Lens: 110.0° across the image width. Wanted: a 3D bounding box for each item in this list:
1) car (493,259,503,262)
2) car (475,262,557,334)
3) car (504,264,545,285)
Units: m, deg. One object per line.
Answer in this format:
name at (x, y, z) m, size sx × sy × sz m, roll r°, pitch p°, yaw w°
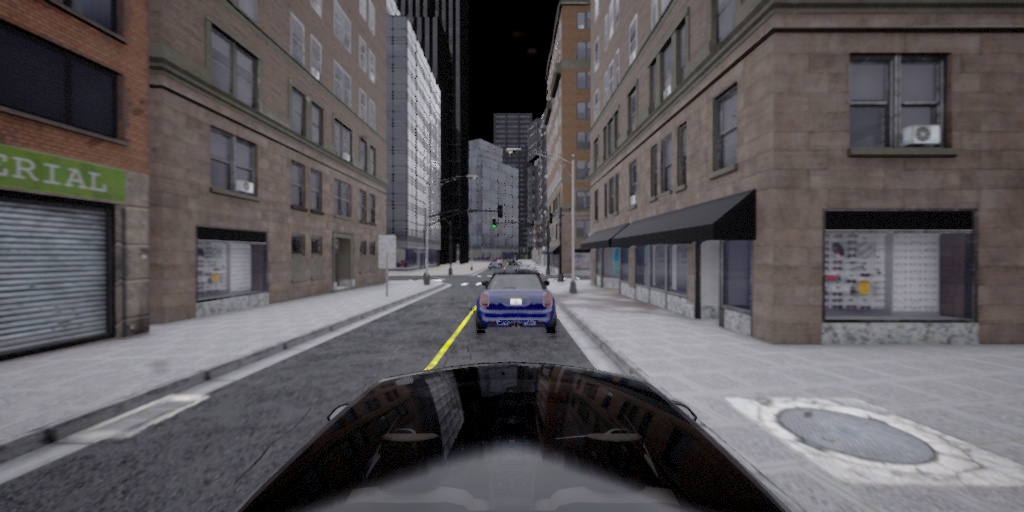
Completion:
car at (-2.956, 1.616, 60.021) m, size 1.994 × 1.385 × 4.181 m, roll 0°, pitch 0°, yaw 1°
car at (0.114, 1.178, 11.056) m, size 2.097 × 1.767 × 4.553 m, roll 0°, pitch -1°, yaw 0°
car at (1.160, 1.460, 29.305) m, size 2.128 × 1.511 × 4.902 m, roll -1°, pitch -1°, yaw 18°
